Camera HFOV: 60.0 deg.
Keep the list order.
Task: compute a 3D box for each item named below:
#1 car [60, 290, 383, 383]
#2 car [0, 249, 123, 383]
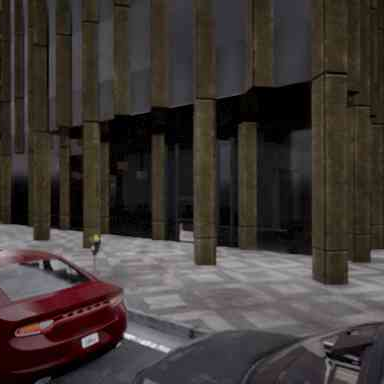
[{"bbox_3d":[1.443,1.550,1.930,4.403,1.369,2.008,0,0,36],"label":"car"},{"bbox_3d":[-2.974,1.568,5.103,4.507,1.381,1.887,0,0,36],"label":"car"}]
